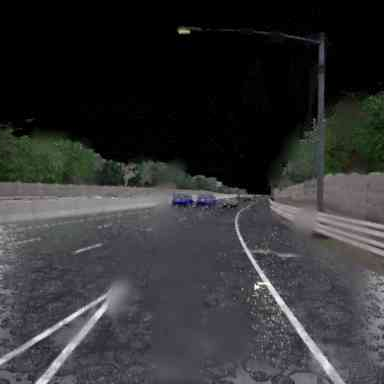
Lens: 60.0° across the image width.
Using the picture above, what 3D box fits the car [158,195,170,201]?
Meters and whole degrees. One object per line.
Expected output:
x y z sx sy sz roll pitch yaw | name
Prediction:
-7.115 1.425 85.161 1.837 1.490 4.892 1 0 13 | car

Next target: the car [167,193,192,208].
-1.348 1.207 48.042 2.150 2.045 5.566 1 0 13 | car

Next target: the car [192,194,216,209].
2.063 1.243 47.251 2.150 2.045 5.566 1 0 13 | car

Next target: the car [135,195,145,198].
-10.691 1.413 69.737 2.128 1.511 4.902 1 0 13 | car

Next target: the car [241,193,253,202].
14.344 1.653 84.747 1.837 1.490 4.892 1 0 13 | car

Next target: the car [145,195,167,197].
-7.277 1.449 68.966 2.128 1.511 4.902 1 0 13 | car

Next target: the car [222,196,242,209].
5.464 1.659 46.439 1.895 1.301 4.718 1 0 13 | car
